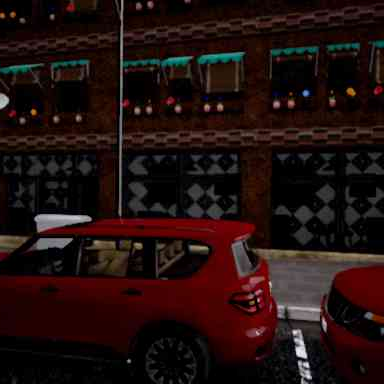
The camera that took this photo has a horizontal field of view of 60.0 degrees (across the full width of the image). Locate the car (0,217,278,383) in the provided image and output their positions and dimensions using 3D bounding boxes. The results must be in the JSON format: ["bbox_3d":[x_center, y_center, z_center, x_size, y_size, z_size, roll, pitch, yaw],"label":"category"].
[{"bbox_3d":[-1.330,1.308,4.774,5.009,1.841,2.192,0,1,13],"label":"car"}]

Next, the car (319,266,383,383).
[{"bbox_3d":[4.076,1.314,3.523,5.009,1.841,2.192,0,1,13],"label":"car"}]
